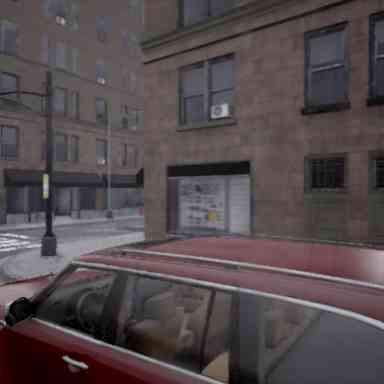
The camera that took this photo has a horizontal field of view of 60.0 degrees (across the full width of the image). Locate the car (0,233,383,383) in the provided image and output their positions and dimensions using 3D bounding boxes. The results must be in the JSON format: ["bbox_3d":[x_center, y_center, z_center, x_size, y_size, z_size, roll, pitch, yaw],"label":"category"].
[{"bbox_3d":[-0.138,1.315,2.908,5.009,1.841,2.192,0,0,35],"label":"car"}]
